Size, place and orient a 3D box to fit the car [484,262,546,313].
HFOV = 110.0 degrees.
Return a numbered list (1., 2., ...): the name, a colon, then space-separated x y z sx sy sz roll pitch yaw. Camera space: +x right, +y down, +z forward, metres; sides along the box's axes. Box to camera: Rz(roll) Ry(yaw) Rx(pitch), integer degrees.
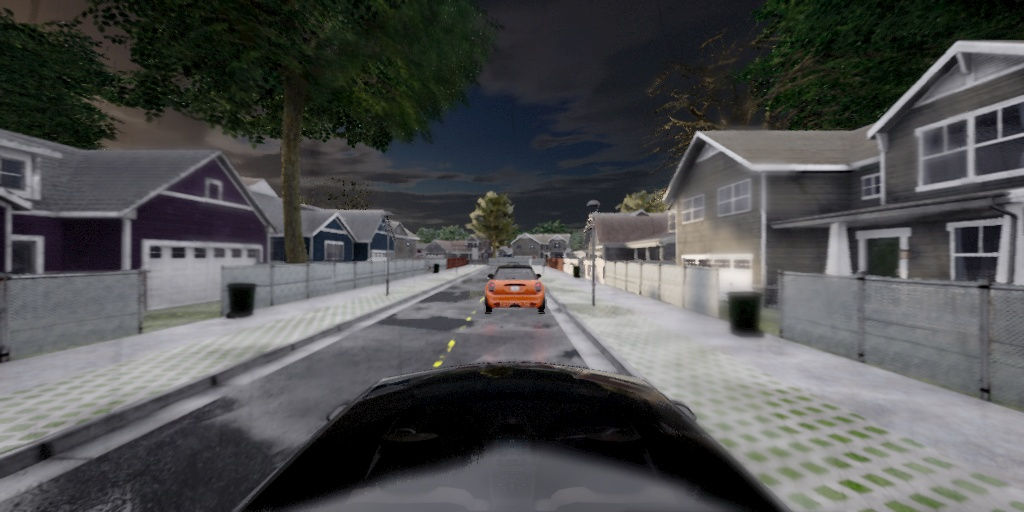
1. car: 0.104 1.106 14.067 2.097 1.767 4.553 0 0 0
